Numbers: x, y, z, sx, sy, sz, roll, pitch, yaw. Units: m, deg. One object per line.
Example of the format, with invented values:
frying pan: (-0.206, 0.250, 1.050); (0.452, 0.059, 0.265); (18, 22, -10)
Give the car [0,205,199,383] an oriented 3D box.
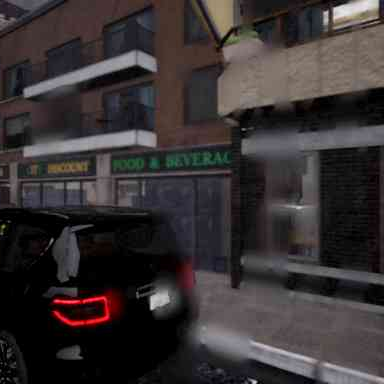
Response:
car: (-2.518, 1.223, 5.055); (5.566, 2.045, 2.150); (0, 0, 36)
